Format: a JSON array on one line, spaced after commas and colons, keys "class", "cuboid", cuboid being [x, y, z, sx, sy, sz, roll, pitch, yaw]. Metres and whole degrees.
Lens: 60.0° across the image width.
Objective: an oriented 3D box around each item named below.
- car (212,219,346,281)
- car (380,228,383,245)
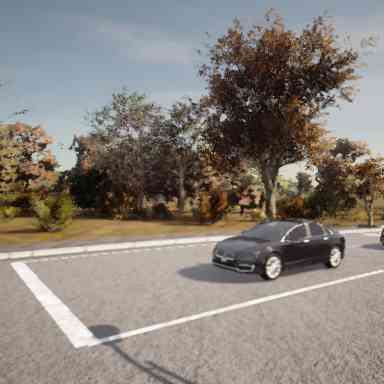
[{"class": "car", "cuboid": [2.831, 1.616, 10.291, 4.892, 1.490, 1.837, 2, -1, -35]}, {"class": "car", "cuboid": [11.018, 1.925, 16.109, 4.902, 1.511, 2.128, 3, -2, -35]}]
